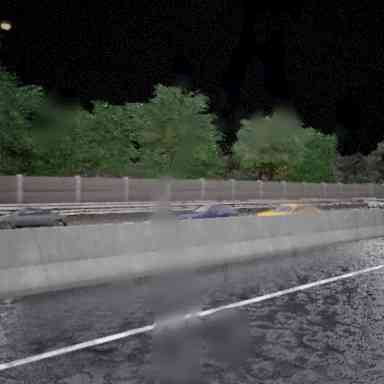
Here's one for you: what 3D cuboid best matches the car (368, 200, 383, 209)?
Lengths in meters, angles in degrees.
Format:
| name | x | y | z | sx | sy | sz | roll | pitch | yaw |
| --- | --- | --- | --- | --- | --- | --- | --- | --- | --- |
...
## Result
| name | x | y | z | sx | sy | sz | roll | pitch | yaw |
| --- | --- | --- | --- | --- | --- | --- | --- | --- | --- |
| car | 24.736 | 1.640 | 43.054 | 4.718 | 1.301 | 1.895 | 0 | 0 | -35 |

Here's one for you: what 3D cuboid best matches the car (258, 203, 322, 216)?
| name | x | y | z | sx | sy | sz | roll | pitch | yaw |
| --- | --- | --- | --- | --- | --- | --- | --- | --- | --- |
| car | 6.336 | 1.503 | 21.388 | 5.008 | 1.535 | 1.882 | 0 | 0 | -35 |

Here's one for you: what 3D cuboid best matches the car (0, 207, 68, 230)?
| name | x | y | z | sx | sy | sz | roll | pitch | yaw |
| --- | --- | --- | --- | --- | --- | --- | --- | --- | --- |
| car | -9.298 | 1.570 | 18.848 | 4.181 | 1.385 | 1.994 | 0 | 0 | -35 |

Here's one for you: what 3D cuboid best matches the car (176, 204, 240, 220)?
| name | x | y | z | sx | sy | sz | roll | pitch | yaw |
| --- | --- | --- | --- | --- | --- | --- | --- | --- | --- |
| car | 1.129 | 1.546 | 21.979 | 4.674 | 1.442 | 1.812 | 0 | 0 | -35 |
